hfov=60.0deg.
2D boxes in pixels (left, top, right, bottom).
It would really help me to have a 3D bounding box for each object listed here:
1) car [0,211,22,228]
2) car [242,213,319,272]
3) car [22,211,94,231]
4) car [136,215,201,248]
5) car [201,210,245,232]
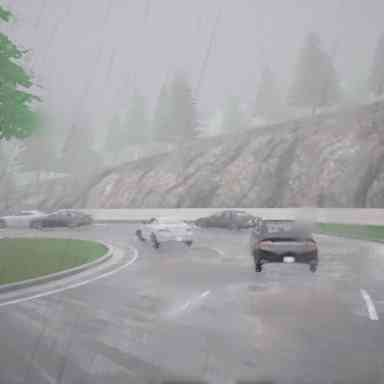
[{"bbox_3d":[-14.853,2.396,29.700,4.674,1.442,1.812,-1,-1,3],"label":"car"},{"bbox_3d":[3.003,1.701,11.605,2.128,1.511,4.902,-1,-1,7],"label":"car"},{"bbox_3d":[-10.180,2.211,26.024,4.902,1.511,2.128,-1,-1,6],"label":"car"},{"bbox_3d":[-1.438,1.917,16.917,1.812,1.442,4.674,0,-2,-22],"label":"car"},{"bbox_3d":[2.577,2.019,23.641,2.033,1.411,5.357,0,-2,-41],"label":"car"}]
